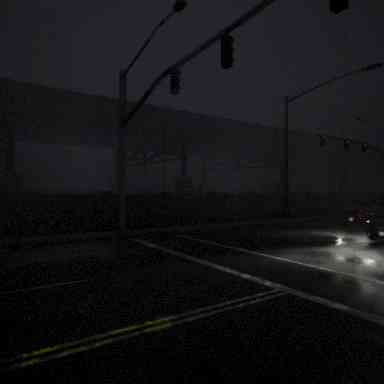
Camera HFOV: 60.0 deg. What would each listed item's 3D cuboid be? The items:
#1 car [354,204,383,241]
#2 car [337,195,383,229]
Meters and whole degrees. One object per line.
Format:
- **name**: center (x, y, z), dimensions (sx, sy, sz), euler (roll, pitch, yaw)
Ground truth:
- **car**: center (9.988, 1.485, 15.441), dimensions (4.902, 1.511, 2.128), euler (0, 0, -36)
- **car**: center (11.370, 1.211, 20.726), dimensions (5.566, 2.045, 2.150), euler (0, 0, -36)
